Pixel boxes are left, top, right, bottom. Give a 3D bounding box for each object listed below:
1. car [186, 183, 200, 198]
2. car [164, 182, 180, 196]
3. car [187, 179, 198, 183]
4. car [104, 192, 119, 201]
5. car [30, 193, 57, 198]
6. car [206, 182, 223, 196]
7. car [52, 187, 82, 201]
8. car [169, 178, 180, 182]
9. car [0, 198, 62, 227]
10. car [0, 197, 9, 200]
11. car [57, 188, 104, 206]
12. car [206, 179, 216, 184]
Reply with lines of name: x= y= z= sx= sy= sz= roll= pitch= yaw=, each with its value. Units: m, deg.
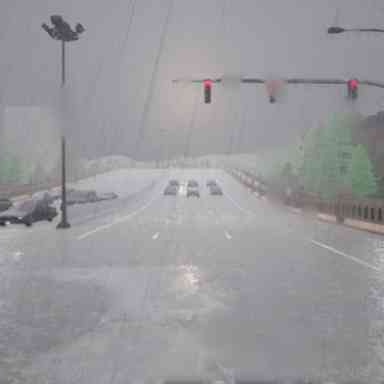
car: x=0.167 y=-0.056 z=49.139 sx=1.812 sy=1.442 sz=4.674 roll=0 pitch=6 yaw=1
car: x=-3.311 y=-0.260 z=51.151 sx=2.033 sy=1.411 sz=5.357 roll=0 pitch=7 yaw=0
car: x=0.153 y=-1.697 z=62.270 sx=1.994 sy=1.385 sz=4.181 roll=0 pitch=8 yaw=0
car: x=-10.542 y=0.661 z=41.885 sx=1.994 sy=1.385 sz=4.181 roll=0 pitch=4 yaw=0
car: x=-17.556 y=0.862 z=38.522 sx=1.812 sy=1.442 sz=4.674 roll=0 pitch=4 yaw=1
car: x=3.689 y=-0.269 z=51.191 sx=2.033 sy=1.411 sz=5.357 roll=0 pitch=7 yaw=0
car: x=-17.471 y=0.227 z=46.671 sx=2.033 sy=1.411 sz=5.357 roll=0 pitch=6 yaw=2
car: x=-3.347 y=-1.788 z=62.519 sx=1.837 sy=1.490 sz=4.892 roll=0 pitch=8 yaw=0
car: x=-10.586 y=1.374 z=21.789 sx=2.033 sy=1.411 sz=5.357 roll=0 pitch=0 yaw=0
car: x=-17.578 y=1.240 z=29.354 sx=1.837 sy=1.490 sz=4.892 roll=0 pitch=1 yaw=0
car: x=-10.567 y=0.878 z=31.943 sx=2.150 sy=2.045 sz=5.566 roll=0 pitch=2 yaw=0
car: x=3.654 y=-1.697 z=62.523 sx=1.895 sy=1.301 sz=4.718 roll=0 pitch=8 yaw=0
